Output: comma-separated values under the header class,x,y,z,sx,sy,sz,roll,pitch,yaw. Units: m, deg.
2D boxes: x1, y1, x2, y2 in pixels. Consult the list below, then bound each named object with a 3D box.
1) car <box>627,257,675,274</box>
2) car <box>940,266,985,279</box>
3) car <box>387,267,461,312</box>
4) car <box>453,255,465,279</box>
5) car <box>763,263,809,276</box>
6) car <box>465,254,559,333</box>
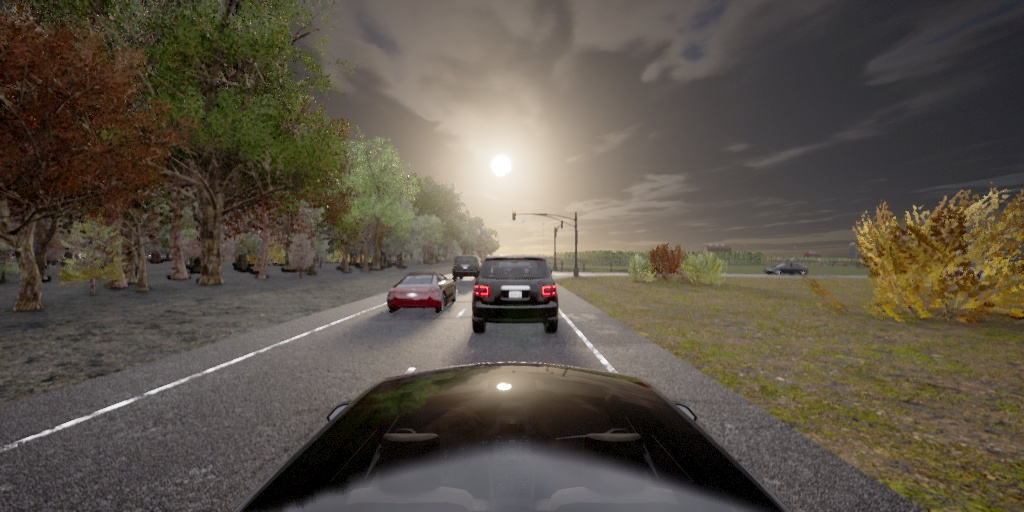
class,x,y,z,sx,sy,sz,roll,pitch,yaw
car,17.171,1.182,44.210,5.566,2.045,2.150,1,-1,1
car,50.293,1.742,40.462,5.008,1.535,1.882,1,-1,1
car,-3.426,1.306,14.301,1.994,1.385,4.181,0,0,0
car,-3.461,0.956,29.143,2.150,2.045,5.566,0,0,0
car,33.598,1.641,44.123,4.892,1.490,1.837,0,-1,1
car,0.078,0.966,10.813,2.150,2.045,5.566,0,0,0
